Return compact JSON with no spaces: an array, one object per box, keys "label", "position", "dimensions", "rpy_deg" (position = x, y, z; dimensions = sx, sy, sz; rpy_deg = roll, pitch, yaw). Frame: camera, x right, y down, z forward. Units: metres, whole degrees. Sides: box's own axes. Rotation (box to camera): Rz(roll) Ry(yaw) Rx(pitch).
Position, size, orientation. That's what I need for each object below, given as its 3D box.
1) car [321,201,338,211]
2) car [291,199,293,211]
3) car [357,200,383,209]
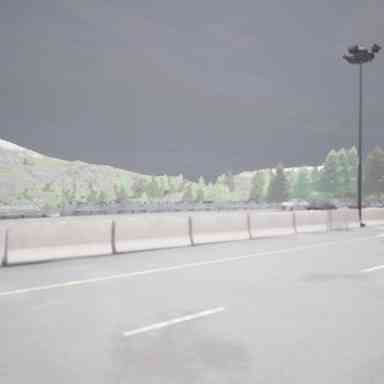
[{"label":"car","position":[16.205,1.730,41.331],"dimensions":[4.181,1.385,1.994],"rpy_deg":[1,-1,-35]},{"label":"car","position":[13.540,1.682,43.731],"dimensions":[4.674,1.442,1.812],"rpy_deg":[1,0,-35]},{"label":"car","position":[20.167,1.657,35.563],"dimensions":[4.902,1.511,2.128],"rpy_deg":[1,-1,-35]}]
